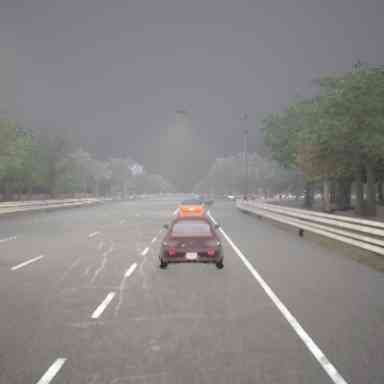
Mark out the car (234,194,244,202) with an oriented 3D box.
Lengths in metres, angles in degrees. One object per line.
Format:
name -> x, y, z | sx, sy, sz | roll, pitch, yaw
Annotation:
car -> 11.352, 1.326, 75.330 | 2.097, 1.767, 4.553 | 0, 0, 31

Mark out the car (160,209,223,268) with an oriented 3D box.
car -> -0.014, 1.526, 11.104 | 1.812, 1.442, 4.674 | 0, 0, 0

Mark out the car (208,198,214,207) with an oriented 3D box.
car -> 2.182, 1.598, 51.991 | 1.895, 1.301, 4.718 | 0, 0, 13

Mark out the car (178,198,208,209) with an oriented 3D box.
car -> -0.041, 1.352, 27.314 | 2.097, 1.767, 4.553 | 0, 0, 0
